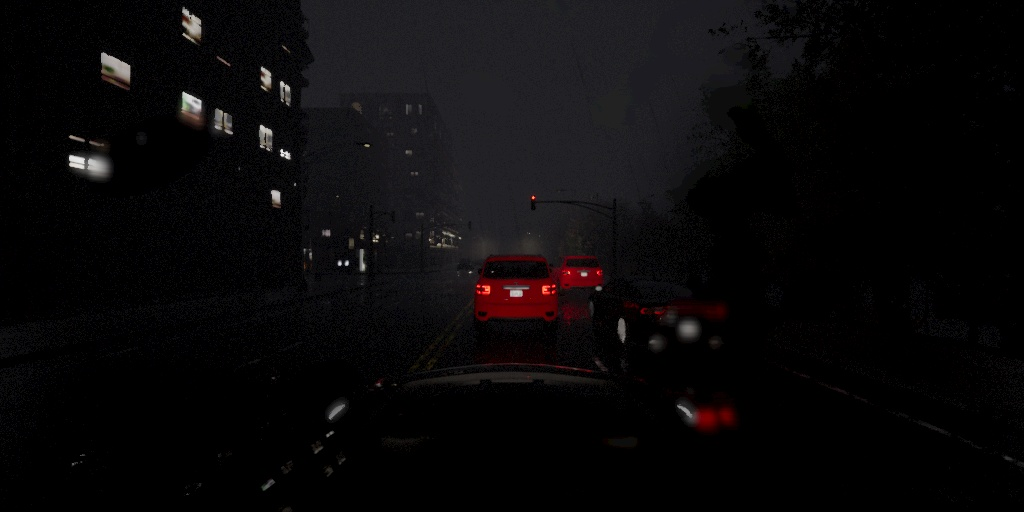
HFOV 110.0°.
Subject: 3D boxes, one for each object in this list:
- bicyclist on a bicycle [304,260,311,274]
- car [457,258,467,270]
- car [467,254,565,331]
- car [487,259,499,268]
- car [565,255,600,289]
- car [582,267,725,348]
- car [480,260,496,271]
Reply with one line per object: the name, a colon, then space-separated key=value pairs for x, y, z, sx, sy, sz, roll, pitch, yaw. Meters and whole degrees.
bicyclist on a bicycle: x=-24.915 y=1.332 z=43.673 sx=0.582 sy=1.620 sz=1.656 roll=-1 pitch=0 yaw=-1
car: x=-6.637 y=1.110 z=51.647 sx=2.097 sy=1.767 sz=4.553 roll=0 pitch=0 yaw=0
car: x=0.093 y=0.970 z=11.073 sx=2.150 sy=2.045 sz=5.566 roll=0 pitch=0 yaw=0
car: x=-3.371 y=1.270 z=63.308 sx=1.837 sy=1.490 sz=4.892 roll=0 pitch=0 yaw=0
car: x=3.340 y=0.971 z=19.611 sx=2.150 sy=2.045 sz=5.566 roll=0 pitch=0 yaw=-1
car: x=3.341 y=1.227 z=9.264 sx=1.882 sy=1.535 sz=5.008 roll=0 pitch=0 yaw=0
car: x=-3.388 y=1.306 z=51.825 sx=2.033 sy=1.411 sz=5.357 roll=0 pitch=0 yaw=0
